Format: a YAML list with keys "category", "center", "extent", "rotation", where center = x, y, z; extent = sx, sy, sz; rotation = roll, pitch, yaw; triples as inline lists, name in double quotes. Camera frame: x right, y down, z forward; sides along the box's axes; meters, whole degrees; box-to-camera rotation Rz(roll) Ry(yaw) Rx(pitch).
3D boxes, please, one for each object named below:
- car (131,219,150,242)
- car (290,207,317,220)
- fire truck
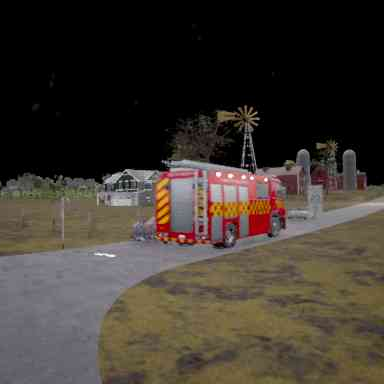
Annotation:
- category: "car"
  center: [-1.086, 1.685, 17.664]
  extent: [2.097, 1.767, 4.553]
  rotation: [-2, -2, 36]
- category: "car"
  center: [11.668, 2.241, 35.223]
  extent: [1.895, 1.301, 4.718]
  rotation: [-2, -1, 35]
- category: "fire truck"
  center: [1.955, 0.632, 17.040]
  extent: [2.891, 3.827, 8.468]
  rotation: [-2, -2, 36]
